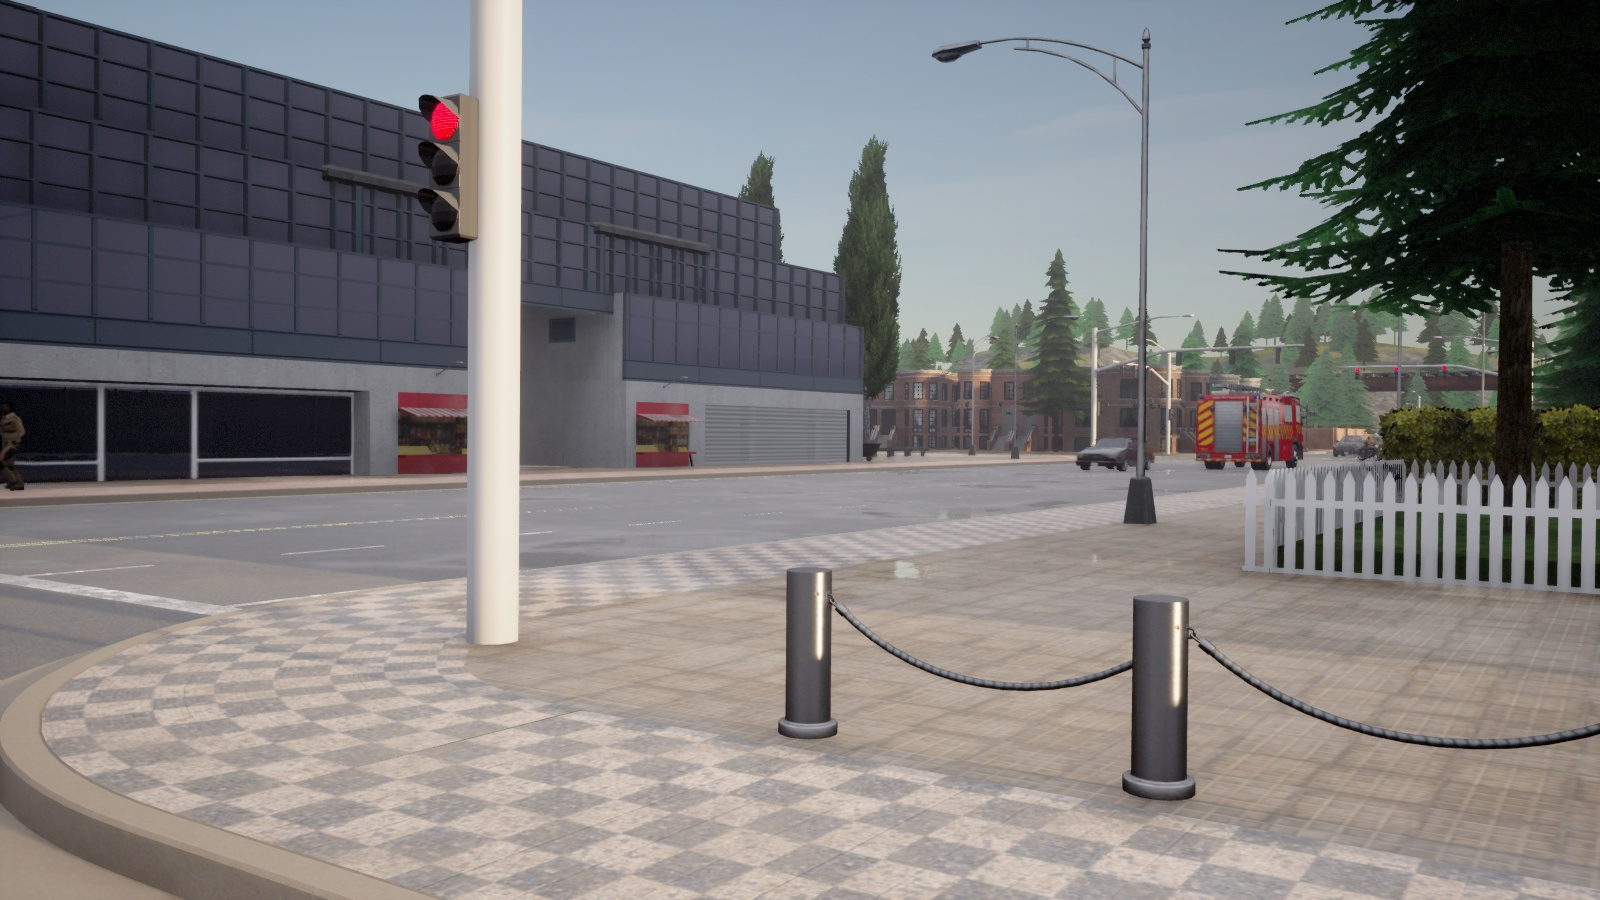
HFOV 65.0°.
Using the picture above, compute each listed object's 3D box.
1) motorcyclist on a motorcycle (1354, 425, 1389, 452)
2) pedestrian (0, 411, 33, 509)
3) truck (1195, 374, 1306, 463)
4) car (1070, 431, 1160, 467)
[{"bbox_3d":[35.805,-0.717,78.694,0.766,1.649,2.350,0,1,-10],"label":"motorcyclist on a motorcycle"},{"bbox_3d":[-15.796,0.191,25.067,0.396,1.930,0.692,0,1,31],"label":"pedestrian"},{"bbox_3d":[21.085,-1.422,58.443,2.891,3.827,8.468,0,1,34],"label":"truck"},{"bbox_3d":[13.421,-0.070,53.273,2.033,1.411,5.357,0,1,34],"label":"car"}]
